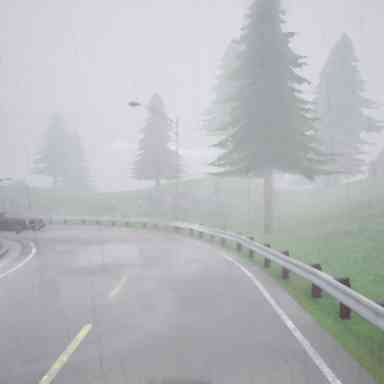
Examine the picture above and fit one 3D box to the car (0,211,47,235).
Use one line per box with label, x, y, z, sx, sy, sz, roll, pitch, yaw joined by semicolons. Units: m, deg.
car;-11.499;1.867;20.622;4.718;1.301;1.895;0;-1;14
